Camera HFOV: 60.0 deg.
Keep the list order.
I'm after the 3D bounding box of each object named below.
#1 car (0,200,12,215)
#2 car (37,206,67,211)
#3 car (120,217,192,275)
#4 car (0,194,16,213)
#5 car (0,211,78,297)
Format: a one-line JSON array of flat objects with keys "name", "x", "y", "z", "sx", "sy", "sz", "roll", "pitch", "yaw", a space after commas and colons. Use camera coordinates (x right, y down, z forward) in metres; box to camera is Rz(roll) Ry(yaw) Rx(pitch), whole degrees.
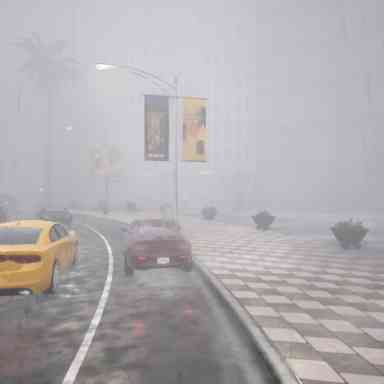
[{"name": "car", "x": -13.377, "y": 1.492, "z": 22.125, "sx": 1.837, "sy": 1.490, "sz": 4.892, "roll": 0, "pitch": 0, "yaw": -32}, {"name": "car", "x": -9.411, "y": 1.592, "z": 22.373, "sx": 1.895, "sy": 1.301, "sz": 4.718, "roll": 0, "pitch": 0, "yaw": -30}, {"name": "car", "x": -1.227, "y": 1.524, "z": 10.446, "sx": 1.812, "sy": 1.442, "sz": 4.674, "roll": 0, "pitch": 0, "yaw": -13}, {"name": "car", "x": -20.757, "y": 1.203, "z": 35.085, "sx": 5.566, "sy": 2.045, "sz": 2.150, "roll": 0, "pitch": 0, "yaw": 37}, {"name": "car", "x": -4.179, "y": 1.474, "z": 8.525, "sx": 1.882, "sy": 1.535, "sz": 5.008, "roll": 0, "pitch": 0, "yaw": -11}]
